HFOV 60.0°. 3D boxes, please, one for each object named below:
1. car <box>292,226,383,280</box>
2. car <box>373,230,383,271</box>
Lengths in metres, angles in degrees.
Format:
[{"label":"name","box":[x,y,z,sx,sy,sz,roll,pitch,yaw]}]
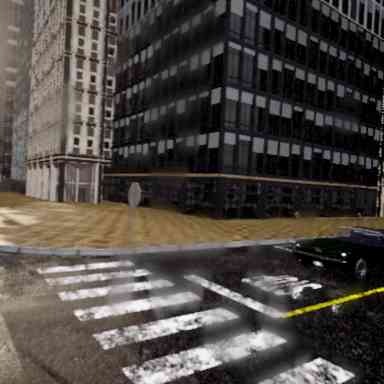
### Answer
[{"label":"car","box":[5.387,1.819,10.743,4.718,1.301,1.895,3,1,-35]},{"label":"car","box":[7.594,1.916,8.893,5.357,1.411,2.033,3,1,-27]}]
